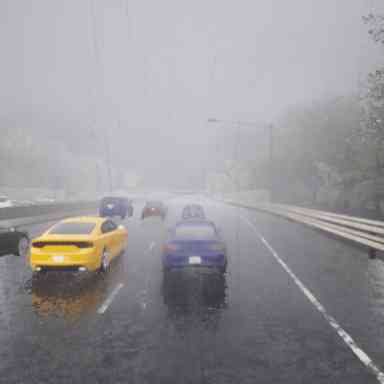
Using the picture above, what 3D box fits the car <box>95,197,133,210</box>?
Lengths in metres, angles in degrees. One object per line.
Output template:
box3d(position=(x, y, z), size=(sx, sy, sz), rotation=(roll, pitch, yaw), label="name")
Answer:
box3d(position=(-6.910, 1.447, 30.816), size=(2.150, 2.045, 5.566), rotation=(0, 0, 0), label="car")

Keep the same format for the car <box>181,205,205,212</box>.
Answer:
box3d(position=(0.088, 1.743, 26.916), size=(2.033, 1.411, 5.357), rotation=(0, 0, 0), label="car")

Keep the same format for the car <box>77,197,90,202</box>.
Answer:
box3d(position=(-24.522, 1.847, 75.810), size=(1.882, 1.535, 5.008), rotation=(0, 0, 0), label="car")

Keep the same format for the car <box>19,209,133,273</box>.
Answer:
box3d(position=(-3.413, 1.556, 10.987), size=(1.882, 1.535, 5.008), rotation=(0, 0, 0), label="car")

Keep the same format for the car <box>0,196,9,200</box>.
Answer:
box3d(position=(-21.104, 1.475, 34.619), size=(2.150, 2.045, 5.566), rotation=(0, 0, 0), label="car")

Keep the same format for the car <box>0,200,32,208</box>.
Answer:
box3d(position=(-17.604, 1.816, 34.300), size=(1.994, 1.385, 4.181), rotation=(0, 0, 0), label="car")

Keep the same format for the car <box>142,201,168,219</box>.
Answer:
box3d(position=(-3.413, 1.582, 31.462), size=(2.097, 1.767, 4.553), rotation=(0, 0, 0), label="car")

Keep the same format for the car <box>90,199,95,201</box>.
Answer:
box3d(position=(-21.022, 1.894, 75.811), size=(1.812, 1.442, 4.674), rotation=(0, 0, 0), label="car")

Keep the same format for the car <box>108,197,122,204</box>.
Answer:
box3d(position=(-17.522, 1.910, 75.812), size=(2.033, 1.411, 5.357), rotation=(0, 0, 0), label="car")

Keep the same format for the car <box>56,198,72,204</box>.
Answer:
box3d(position=(-28.022, 2.065, 73.177), size=(2.033, 1.411, 5.357), rotation=(0, 0, 0), label="car")

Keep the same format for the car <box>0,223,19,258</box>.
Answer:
box3d(position=(-6.914, 1.566, 10.385), size=(2.128, 1.511, 4.902), rotation=(0, 0, 0), label="car")

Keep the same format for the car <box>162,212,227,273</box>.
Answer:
box3d(position=(0.085, 1.603, 10.852), size=(1.812, 1.442, 4.674), rotation=(0, 0, 0), label="car")
